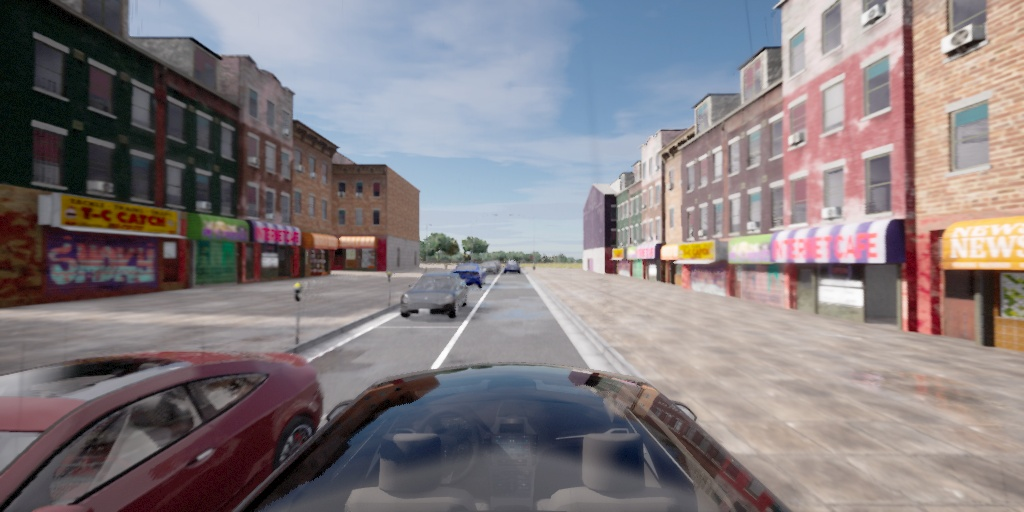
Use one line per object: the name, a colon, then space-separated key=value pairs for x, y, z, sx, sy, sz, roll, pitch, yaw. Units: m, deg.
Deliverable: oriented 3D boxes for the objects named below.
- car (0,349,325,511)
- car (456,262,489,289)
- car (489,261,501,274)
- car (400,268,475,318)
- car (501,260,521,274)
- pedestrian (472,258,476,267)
car: x=-2.635 y=1.331 z=1.879 sx=1.802 sy=1.307 sz=4.207 roll=0 pitch=0 yaw=0
car: x=-2.748 y=1.216 z=23.302 sx=1.882 sy=1.535 sz=5.008 roll=0 pitch=0 yaw=0
car: x=-2.635 y=1.340 z=40.649 sx=2.007 sy=1.370 sz=4.403 roll=0 pitch=0 yaw=0
car: x=-2.635 y=1.298 z=12.956 sx=1.948 sy=1.339 sz=4.313 roll=0 pitch=0 yaw=0
car: x=0.042 y=1.363 z=42.622 sx=1.994 sy=1.385 sz=4.181 roll=0 pitch=0 yaw=0
pedestrian: x=-2.748 y=1.036 z=26.318 sx=0.375 sy=1.860 sz=0.375 roll=-1 pitch=-1 yaw=0
